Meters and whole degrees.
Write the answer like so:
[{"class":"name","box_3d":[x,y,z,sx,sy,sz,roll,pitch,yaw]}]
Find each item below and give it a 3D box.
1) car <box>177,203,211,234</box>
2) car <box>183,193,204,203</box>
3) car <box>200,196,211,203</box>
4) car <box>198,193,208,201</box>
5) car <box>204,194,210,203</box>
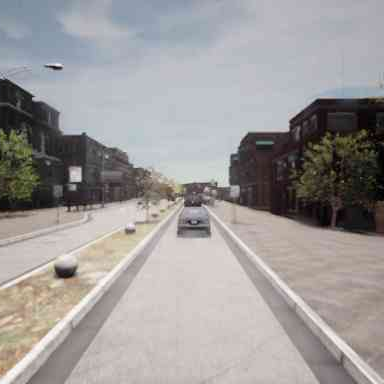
[{"class":"car","box_3d":[0.094,1.570,19.317,2.033,1.411,5.357,0,0,0]},{"class":"car","box_3d":[0.100,1.301,42.748,2.150,2.045,5.566,0,0,0]},{"class":"car","box_3d":[2.998,1.631,73.448,2.163,1.488,4.792,0,0,0]},{"class":"car","box_3d":[2.999,1.354,89.888,2.435,2.045,5.566,0,0,0]},{"class":"car","box_3d":[2.997,1.595,62.242,2.231,1.521,4.892,0,0,0]}]
